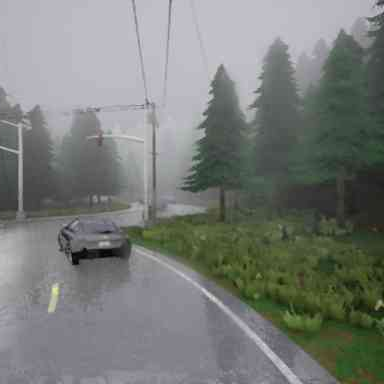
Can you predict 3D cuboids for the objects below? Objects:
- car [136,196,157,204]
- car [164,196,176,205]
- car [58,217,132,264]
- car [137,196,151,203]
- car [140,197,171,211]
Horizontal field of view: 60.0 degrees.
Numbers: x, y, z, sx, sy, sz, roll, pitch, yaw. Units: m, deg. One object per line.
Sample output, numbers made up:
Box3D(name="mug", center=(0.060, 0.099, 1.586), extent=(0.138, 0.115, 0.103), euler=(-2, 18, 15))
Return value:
Box3D(name="car", center=(-9.554, 1.606, 69.254), extent=(1.882, 1.535, 5.008), euler=(0, 0, -42))
Box3D(name="car", center=(-4.483, 1.433, 60.866), extent=(2.097, 1.767, 4.553), euler=(0, 0, -22))
Box3D(name="car", center=(-3.681, 1.606, 12.218), extent=(1.994, 1.385, 4.181), euler=(0, 0, -28))
Box3D(name="car", center=(-7.934, 1.653, 60.043), extent=(2.033, 1.411, 5.357), euler=(0, 0, -23))
Box3D(name="car", center=(-4.049, 1.613, 37.698), extent=(1.994, 1.385, 4.181), euler=(0, 0, 8))
